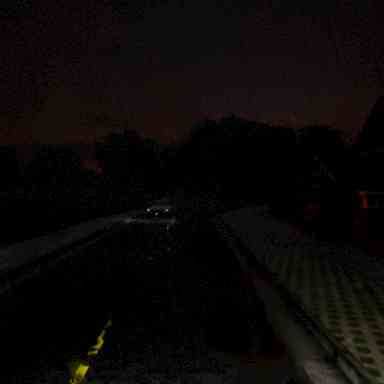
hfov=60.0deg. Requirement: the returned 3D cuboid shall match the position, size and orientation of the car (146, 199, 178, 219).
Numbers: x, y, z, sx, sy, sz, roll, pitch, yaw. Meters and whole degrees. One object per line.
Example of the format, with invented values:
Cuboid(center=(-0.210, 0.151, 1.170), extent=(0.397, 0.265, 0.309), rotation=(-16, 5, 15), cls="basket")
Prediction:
Cuboid(center=(-2.280, 1.290, 26.462), extent=(1.812, 1.442, 4.674), rotation=(0, 0, 7), cls="car")
